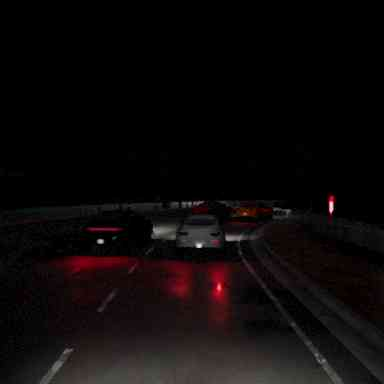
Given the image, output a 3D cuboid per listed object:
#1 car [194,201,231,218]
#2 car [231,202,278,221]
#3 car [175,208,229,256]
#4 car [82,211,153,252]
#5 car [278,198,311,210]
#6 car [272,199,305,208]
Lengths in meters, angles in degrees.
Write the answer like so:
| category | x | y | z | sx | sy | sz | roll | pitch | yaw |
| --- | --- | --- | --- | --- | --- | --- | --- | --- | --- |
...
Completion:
| category | x | y | z | sx | sy | sz | roll | pitch | yaw |
| --- | --- | --- | --- | --- | --- | --- | --- | --- | --- |
| car | 1.979 | 1.572 | 29.355 | 1.882 | 1.535 | 5.008 | 0 | 0 | 29 |
| car | 5.441 | 1.569 | 28.368 | 1.882 | 1.535 | 5.008 | 0 | 0 | 30 |
| car | 0.420 | 1.570 | 13.317 | 1.812 | 1.442 | 4.674 | 0 | -1 | 5 |
| car | -2.983 | 1.537 | 14.192 | 2.128 | 1.511 | 4.902 | 0 | 0 | 6 |
| car | 14.500 | 1.657 | 46.682 | 4.892 | 1.490 | 1.837 | 1 | -1 | -28 |
| car | 14.737 | 1.765 | 50.762 | 4.718 | 1.301 | 1.895 | 0 | 0 | -26 |
